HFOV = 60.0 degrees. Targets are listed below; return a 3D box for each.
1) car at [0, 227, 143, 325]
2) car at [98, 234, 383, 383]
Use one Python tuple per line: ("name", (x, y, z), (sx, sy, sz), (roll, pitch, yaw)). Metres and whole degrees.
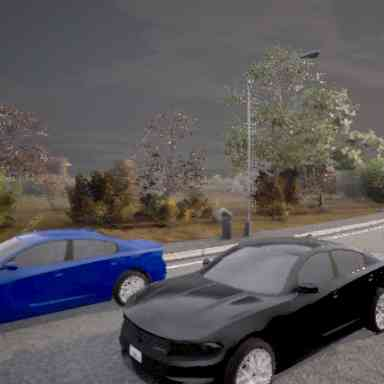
("car", (-2.849, 1.494, 6.376), (5.008, 1.535, 1.882), (0, 0, -37))
("car", (1.352, 1.483, 5.161), (5.008, 1.535, 1.882), (0, 0, -38))
